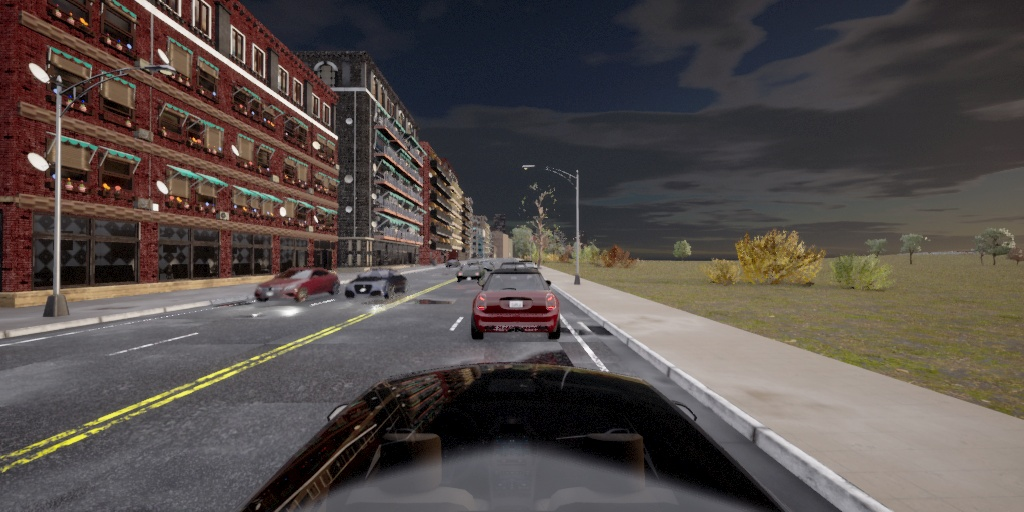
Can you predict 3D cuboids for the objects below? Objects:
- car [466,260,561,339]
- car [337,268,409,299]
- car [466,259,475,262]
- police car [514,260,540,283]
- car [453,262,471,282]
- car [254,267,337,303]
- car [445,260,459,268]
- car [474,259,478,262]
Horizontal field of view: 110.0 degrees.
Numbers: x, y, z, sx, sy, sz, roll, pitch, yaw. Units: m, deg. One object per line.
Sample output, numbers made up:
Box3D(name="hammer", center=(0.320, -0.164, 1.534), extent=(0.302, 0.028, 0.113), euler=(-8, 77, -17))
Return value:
Box3D(name="car", center=(0.083, 1.104, 10.185), extent=(2.097, 1.767, 4.553), euler=(0, 0, 0))
Box3D(name="car", center=(-6.618, 1.316, 17.914), extent=(1.994, 1.385, 4.181), euler=(0, 0, 0))
Box3D(name="car", center=(-6.635, 1.259, 61.156), extent=(1.837, 1.490, 4.892), euler=(0, -1, 0))
Box3D(name="police car", center=(1.108, 1.179, 29.453), extent=(1.930, 1.638, 5.238), euler=(0, 0, 0))
Box3D(name="car", center=(-3.179, 1.354, 28.591), extent=(1.895, 1.301, 4.718), euler=(0, 0, 0))
Box3D(name="car", center=(-9.867, 1.278, 16.932), extent=(1.812, 1.442, 4.674), euler=(0, 0, 0))
Box3D(name="car", center=(-9.887, 1.300, 60.031), extent=(2.033, 1.411, 5.357), euler=(0, 0, 0))
Box3D(name="car", center=(-3.192, 1.317, 44.840), extent=(1.994, 1.385, 4.181), euler=(0, 0, 0))
